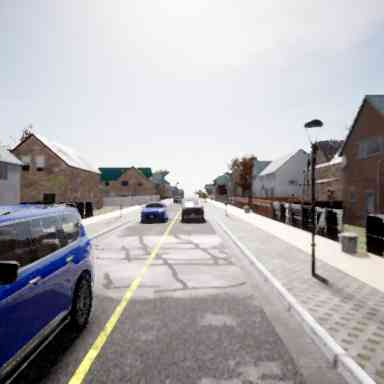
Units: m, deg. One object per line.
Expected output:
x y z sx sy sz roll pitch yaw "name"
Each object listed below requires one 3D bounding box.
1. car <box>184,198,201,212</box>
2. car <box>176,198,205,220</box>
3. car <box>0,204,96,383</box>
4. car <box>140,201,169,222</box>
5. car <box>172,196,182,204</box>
0.058 1.505 41.081 1.882 1.535 5.008 0 0 0 "car"
0.071 1.496 27.635 2.128 1.511 4.902 0 0 0 "car"
-2.846 1.221 3.937 2.150 2.045 5.566 0 0 1 "car"
-2.877 1.480 26.280 1.882 1.535 5.008 0 0 0 "car"
-2.829 1.628 66.373 1.837 1.490 4.892 0 0 0 "car"
